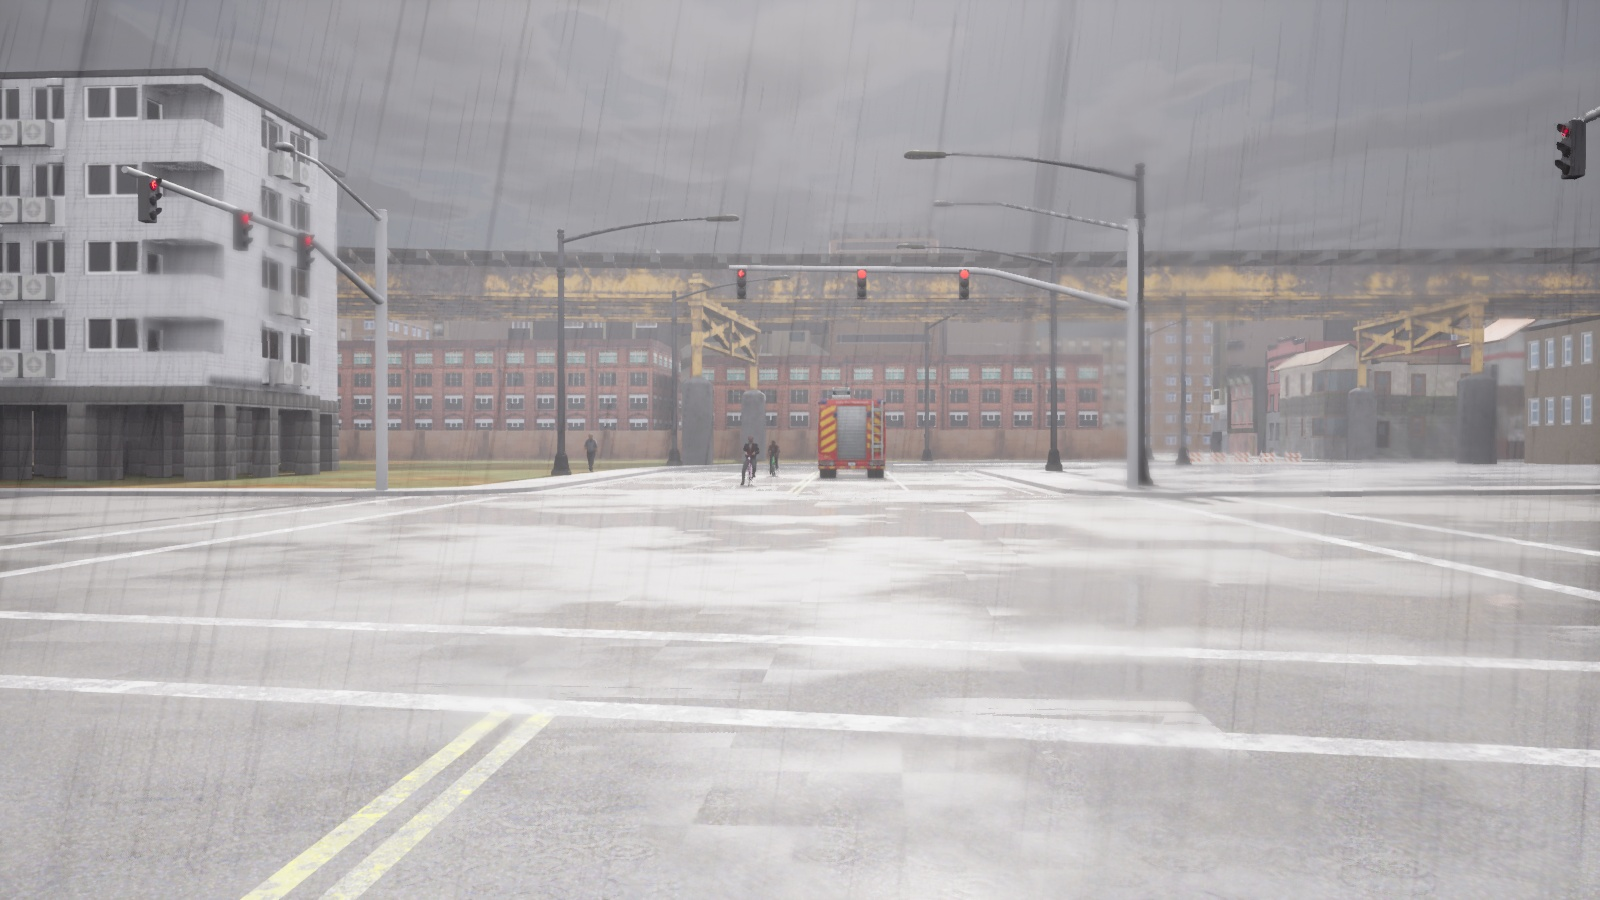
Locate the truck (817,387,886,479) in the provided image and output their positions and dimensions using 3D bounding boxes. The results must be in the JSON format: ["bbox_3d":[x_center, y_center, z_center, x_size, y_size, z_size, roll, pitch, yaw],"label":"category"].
[{"bbox_3d":[2.345,-0.738,56.905,2.891,3.827,8.468,0,0,2],"label":"truck"}]

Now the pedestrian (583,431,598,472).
[{"bbox_3d":[-9.517,0.081,57.137,0.540,1.848,0.694,0,0,3],"label":"pedestrian"}]
